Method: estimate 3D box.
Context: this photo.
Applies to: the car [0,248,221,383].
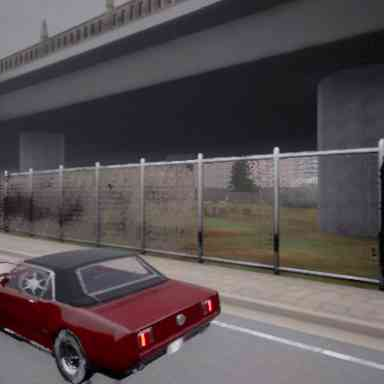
[{"bbox_3d":[-2.002,1.606,5.395,4.718,1.301,1.895,0,0,36],"label":"car"}]
